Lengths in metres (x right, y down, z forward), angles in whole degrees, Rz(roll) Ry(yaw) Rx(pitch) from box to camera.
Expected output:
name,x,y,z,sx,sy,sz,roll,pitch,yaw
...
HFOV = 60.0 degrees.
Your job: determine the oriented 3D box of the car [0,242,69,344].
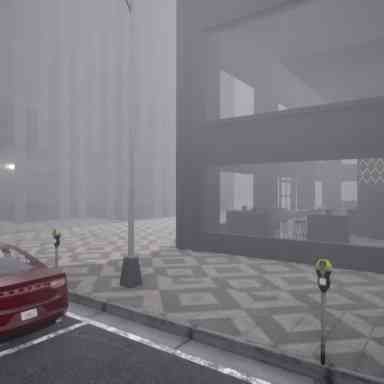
name,x,y,z,sx,sy,sz,roll,pitch,yaw
car,-4.044,1.544,5.867,4.507,1.381,1.887,0,0,36
